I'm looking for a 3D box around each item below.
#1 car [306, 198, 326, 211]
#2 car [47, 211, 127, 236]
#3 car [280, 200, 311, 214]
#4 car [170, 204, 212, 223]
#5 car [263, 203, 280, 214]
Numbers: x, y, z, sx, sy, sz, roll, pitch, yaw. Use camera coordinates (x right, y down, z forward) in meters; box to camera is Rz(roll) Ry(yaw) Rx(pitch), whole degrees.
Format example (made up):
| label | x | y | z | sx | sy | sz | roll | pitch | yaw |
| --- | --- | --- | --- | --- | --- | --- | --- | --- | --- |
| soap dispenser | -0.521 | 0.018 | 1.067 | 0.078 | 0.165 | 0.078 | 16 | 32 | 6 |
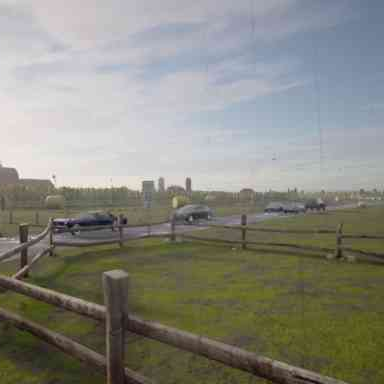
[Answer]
| label | x | y | z | sx | sy | sz | roll | pitch | yaw |
| --- | --- | --- | --- | --- | --- | --- | --- | --- | --- |
| car | 19.391 | 1.958 | 52.352 | 2.150 | 2.045 | 5.566 | -1 | -1 | 35 |
| car | -6.283 | 1.834 | 20.337 | 1.895 | 1.301 | 4.718 | -1 | -1 | 35 |
| car | 13.727 | 2.163 | 44.108 | 1.994 | 1.385 | 4.181 | -1 | -1 | 36 |
| car | 0.009 | 1.884 | 29.406 | 1.837 | 1.490 | 4.892 | -1 | -1 | 35 |
| car | 11.712 | 2.202 | 46.169 | 2.033 | 1.411 | 5.357 | -1 | -1 | 35 |
